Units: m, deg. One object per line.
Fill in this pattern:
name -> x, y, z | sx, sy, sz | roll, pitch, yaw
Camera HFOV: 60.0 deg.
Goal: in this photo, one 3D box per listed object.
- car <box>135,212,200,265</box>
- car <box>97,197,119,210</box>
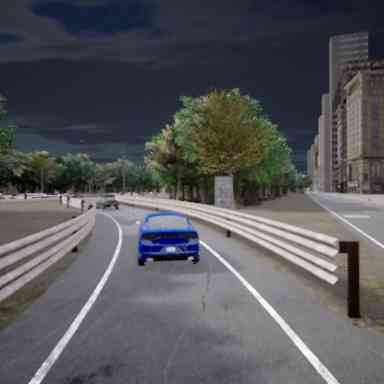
car -> -0.962, 1.456, 11.807 | 1.882, 1.535, 5.008 | 0, 0, -9
car -> -10.155, 1.316, 39.979 | 1.837, 1.490, 4.892 | 0, 1, -27
